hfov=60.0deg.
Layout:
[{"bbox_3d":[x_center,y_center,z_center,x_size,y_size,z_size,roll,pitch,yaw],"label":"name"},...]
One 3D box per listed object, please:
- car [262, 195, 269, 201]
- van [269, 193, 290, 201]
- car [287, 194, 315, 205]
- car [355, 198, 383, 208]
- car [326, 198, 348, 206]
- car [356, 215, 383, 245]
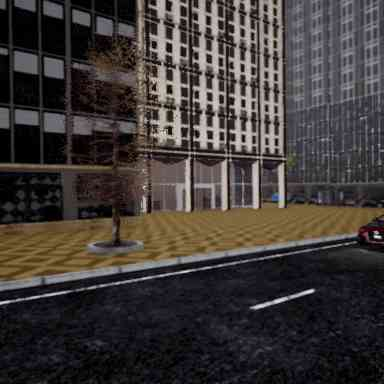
[{"bbox_3d":[15.444,1.222,74.244,1.802,1.307,4.206,0,1,-35],"label":"car"},{"bbox_3d":[18.723,1.024,69.600,1.690,1.788,3.998,0,1,-35],"label":"van"},{"bbox_3d":[18.395,1.454,55.454,1.947,1.339,4.313,0,1,-35],"label":"car"},{"bbox_3d":[24.893,1.537,46.125,1.947,1.339,4.313,0,1,-35],"label":"car"},{"bbox_3d":[21.627,1.512,50.779,1.802,1.307,4.206,0,1,-35],"label":"car"},{"bbox_3d":[8.928,1.600,14.316,4.181,1.385,1.994,0,0,-36],"label":"car"}]
